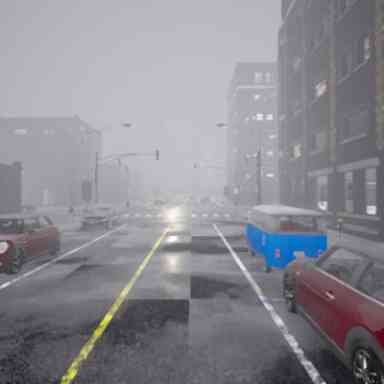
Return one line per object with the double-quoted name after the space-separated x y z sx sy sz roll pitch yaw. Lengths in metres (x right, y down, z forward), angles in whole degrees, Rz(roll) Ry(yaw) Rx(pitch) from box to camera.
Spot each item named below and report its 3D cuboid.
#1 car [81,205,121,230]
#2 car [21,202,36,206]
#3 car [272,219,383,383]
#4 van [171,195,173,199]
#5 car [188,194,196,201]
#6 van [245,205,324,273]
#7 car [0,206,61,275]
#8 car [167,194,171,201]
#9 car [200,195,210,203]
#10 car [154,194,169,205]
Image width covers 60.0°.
-5.669 1.544 21.117 2.008 1.369 4.403 1 0 0 "car"
-19.287 1.601 36.376 4.507 1.381 1.887 0 -1 1 "car"
2.708 1.439 4.885 1.967 1.590 4.097 1 0 0 "car"
-5.647 1.315 70.442 1.690 1.788 3.998 1 0 0 "van"
0.032 1.459 86.741 1.837 1.490 4.892 0 0 0 "car"
2.712 1.338 10.292 1.690 1.788 3.998 1 0 0 "van"
-5.670 1.437 10.303 1.967 1.590 4.097 1 0 0 "car"
-5.653 1.521 64.754 1.887 1.381 4.507 1 0 0 "car"
2.731 1.413 70.499 1.967 1.590 4.097 1 0 0 "car"
-5.731 1.523 59.073 1.887 1.381 4.507 1 0 0 "car"
